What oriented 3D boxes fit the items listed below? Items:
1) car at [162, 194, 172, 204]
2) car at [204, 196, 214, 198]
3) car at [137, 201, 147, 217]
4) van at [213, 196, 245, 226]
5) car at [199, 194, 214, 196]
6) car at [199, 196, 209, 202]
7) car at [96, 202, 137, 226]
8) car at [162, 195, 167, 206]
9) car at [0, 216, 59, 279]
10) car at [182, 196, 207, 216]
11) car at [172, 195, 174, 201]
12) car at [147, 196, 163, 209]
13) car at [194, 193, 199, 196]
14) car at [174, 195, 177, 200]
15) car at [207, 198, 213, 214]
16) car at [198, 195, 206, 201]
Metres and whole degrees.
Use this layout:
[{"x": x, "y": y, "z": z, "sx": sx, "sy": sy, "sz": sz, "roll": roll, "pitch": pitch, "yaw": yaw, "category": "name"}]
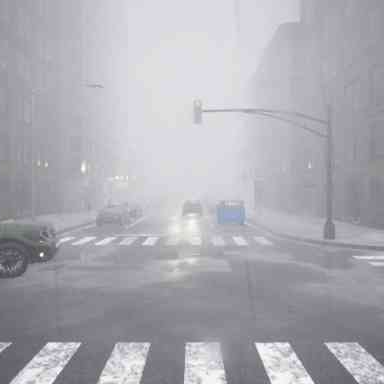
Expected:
[{"x": -5.377, "y": 1.547, "z": 62.939, "sx": 1.947, "sy": 1.339, "sz": 4.313, "roll": 0, "pitch": 0, "yaw": 0, "category": "car"}, {"x": 2.645, "y": 1.576, "z": 45.899, "sx": 1.802, "sy": 1.307, "sz": 4.206, "roll": 0, "pitch": 0, "yaw": 0, "category": "car"}, {"x": -5.383, "y": 1.543, "z": 28.848, "sx": 1.887, "sy": 1.381, "sz": 4.507, "roll": 0, "pitch": 0, "yaw": 0, "category": "car"}, {"x": 2.641, "y": 1.340, "z": 23.174, "sx": 1.690, "sy": 1.788, "sz": 3.998, "roll": 0, "pitch": 0, "yaw": 0, "category": "van"}, {"x": 2.646, "y": 1.305, "z": 51.580, "sx": 2.192, "sy": 1.841, "sz": 5.009, "roll": 0, "pitch": 0, "yaw": 0, "category": "car"}, {"x": 2.650, "y": 1.524, "z": 74.305, "sx": 2.008, "sy": 1.369, "sz": 4.403, "roll": 0, "pitch": 0, "yaw": 0, "category": "car"}, {"x": -5.384, "y": 1.549, "z": 23.166, "sx": 2.008, "sy": 1.369, "sz": 4.403, "roll": 0, "pitch": 0, "yaw": 0, "category": "car"}, {"x": -5.379, "y": 1.556, "z": 51.576, "sx": 1.947, "sy": 1.339, "sz": 4.313, "roll": 0, "pitch": 0, "yaw": 0, "category": "car"}, {"x": -6.627, "y": 1.193, "z": 9.005, "sx": 5.566, "sy": 2.045, "sz": 2.150, "roll": 0, "pitch": 1, "yaw": -15, "category": "car"}, {"x": 0.060, "y": 1.490, "z": 32.534, "sx": 2.128, "sy": 1.511, "sz": 4.902, "roll": 0, "pitch": 0, "yaw": 1, "category": "car"}, {"x": -5.376, "y": 1.292, "z": 68.621, "sx": 2.192, "sy": 1.841, "sz": 5.009, "roll": 0, "pitch": 0, "yaw": 0, "category": "car"}, {"x": -5.380, "y": 1.519, "z": 45.724, "sx": 1.752, "sy": 1.417, "sz": 4.829, "roll": 0, "pitch": 0, "yaw": 0, "category": "car"}, {"x": 0.114, "y": 1.507, "z": 62.824, "sx": 1.812, "sy": 1.442, "sz": 4.674, "roll": 0, "pitch": 0, "yaw": 0, "category": "car"}, {"x": -5.374, "y": 1.409, "z": 79.985, "sx": 1.967, "sy": 1.590, "sz": 4.097, "roll": 0, "pitch": 0, "yaw": 0, "category": "car"}, {"x": 2.643, "y": 1.580, "z": 34.536, "sx": 1.802, "sy": 1.307, "sz": 4.206, "roll": 0, "pitch": 0, "yaw": 0, "category": "car"}, {"x": 2.652, "y": 1.531, "z": 85.668, "sx": 1.947, "sy": 1.339, "sz": 4.313, "roll": 0, "pitch": 0, "yaw": 0, "category": "car"}]
